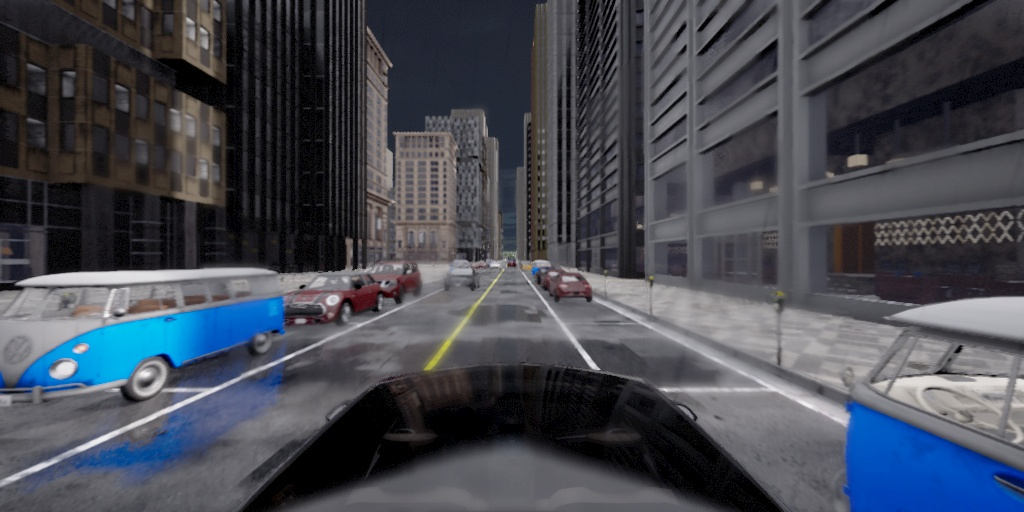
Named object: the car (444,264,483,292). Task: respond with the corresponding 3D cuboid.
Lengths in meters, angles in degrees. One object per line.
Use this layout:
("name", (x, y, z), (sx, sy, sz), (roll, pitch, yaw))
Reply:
("car", (-3.097, 1.428, 22.915), (1.812, 1.442, 4.674), (0, 0, 0))

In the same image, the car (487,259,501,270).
("car", (-3.012, 1.724, 64.356), (1.812, 1.442, 4.674), (0, 0, 0))

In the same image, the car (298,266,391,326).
("car", (-5.762, 1.262, 11.770), (1.967, 1.591, 4.097), (0, 0, 0))

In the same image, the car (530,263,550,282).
("car", (2.765, 1.509, 28.696), (1.948, 1.339, 4.313), (0, 0, 0))

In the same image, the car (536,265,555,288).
("car", (2.765, 1.485, 23.055), (1.802, 1.307, 4.207), (0, 0, 0))

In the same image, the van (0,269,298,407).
("van", (-5.763, 1.123, 6.130), (1.690, 1.789, 3.998), (0, 0, 0))

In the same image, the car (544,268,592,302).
("car", (2.764, 1.444, 17.415), (1.802, 1.307, 4.207), (0, 0, 0))

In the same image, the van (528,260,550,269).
("van", (2.766, 1.324, 34.336), (1.690, 1.789, 3.998), (0, 0, 0))

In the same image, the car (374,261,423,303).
("car", (-5.761, 1.178, 17.412), (2.192, 1.841, 5.009), (0, 0, 0))

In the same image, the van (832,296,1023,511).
("van", (2.762, 1.082, 0.493), (1.690, 1.789, 3.998), (0, 0, 0))

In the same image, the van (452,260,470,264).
("van", (-5.759, 1.364, 39.975), (1.690, 1.789, 3.998), (0, 0, 0))

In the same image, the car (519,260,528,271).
("car", (2.356, 1.612, 58.830), (1.801, 1.575, 5.366), (0, 0, 0))
